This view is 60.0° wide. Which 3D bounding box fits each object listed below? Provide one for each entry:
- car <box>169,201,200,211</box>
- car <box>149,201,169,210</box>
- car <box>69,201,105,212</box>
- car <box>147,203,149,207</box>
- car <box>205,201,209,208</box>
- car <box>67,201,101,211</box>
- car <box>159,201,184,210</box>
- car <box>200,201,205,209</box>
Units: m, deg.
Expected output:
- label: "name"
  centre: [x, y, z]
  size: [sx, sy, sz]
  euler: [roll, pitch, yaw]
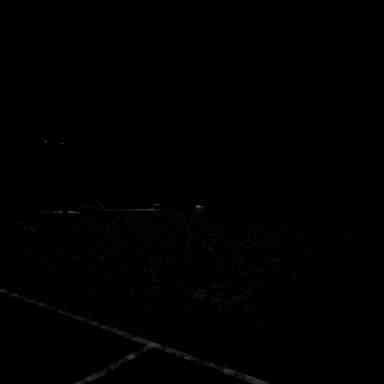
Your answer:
- label: "car"
  centre: [-1.194, 2.343, 55.251]
  size: [1.837, 1.490, 4.892]
  euler: [0, -2, 36]
- label: "car"
  centre: [-4.340, 2.320, 56.460]
  size: [2.128, 1.511, 4.902]
  euler: [0, -1, 36]
- label: "car"
  centre: [-14.717, 2.109, 47.807]
  size: [1.812, 1.442, 4.674]
  euler: [0, -1, 36]
- label: "car"
  centre: [-6.465, 2.456, 64.711]
  size: [1.895, 1.301, 4.718]
  euler: [0, -1, 36]
- label: "car"
  centre: [4.874, 2.604, 63.784]
  size: [1.994, 1.385, 4.181]
  euler: [0, -1, 36]
- label: "car"
  centre: [-16.466, 2.122, 50.926]
  size: [1.837, 1.490, 4.892]
  euler: [0, -1, 36]
- label: "car"
  centre: [-3.808, 2.466, 62.838]
  size: [2.128, 1.511, 4.902]
  euler: [0, -1, 36]
- label: "car"
  centre: [2.234, 2.536, 65.680]
  size: [2.128, 1.511, 4.902]
  euler: [0, -1, 36]
